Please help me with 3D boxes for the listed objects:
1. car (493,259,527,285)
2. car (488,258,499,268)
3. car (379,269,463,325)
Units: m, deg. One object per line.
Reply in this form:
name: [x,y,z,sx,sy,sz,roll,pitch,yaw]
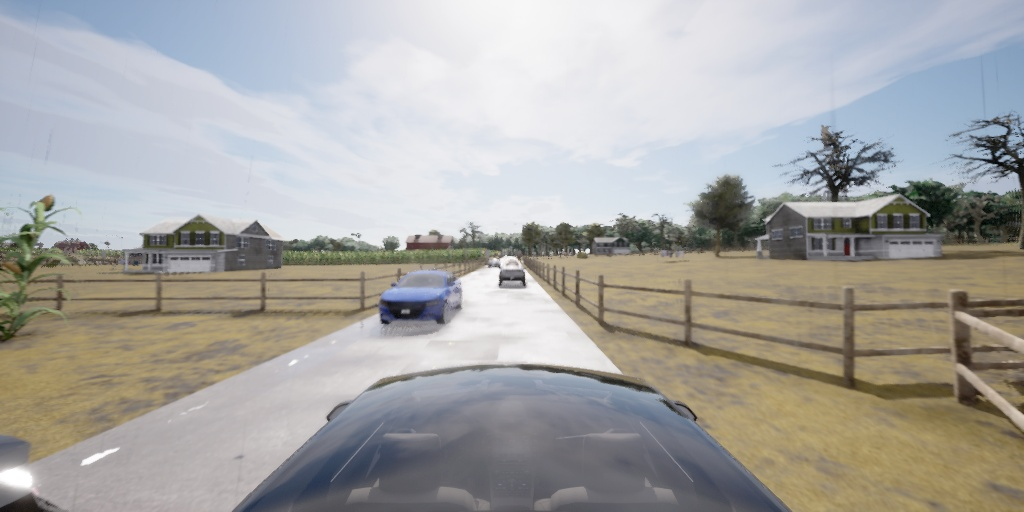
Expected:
car: [0.030,1.236,25.743,2.128,1.511,4.902,0,0,0]
car: [-2.813,1.117,56.936,2.128,1.511,4.902,0,0,0]
car: [-2.843,1.231,12.138,1.882,1.535,5.008,0,0,0]
